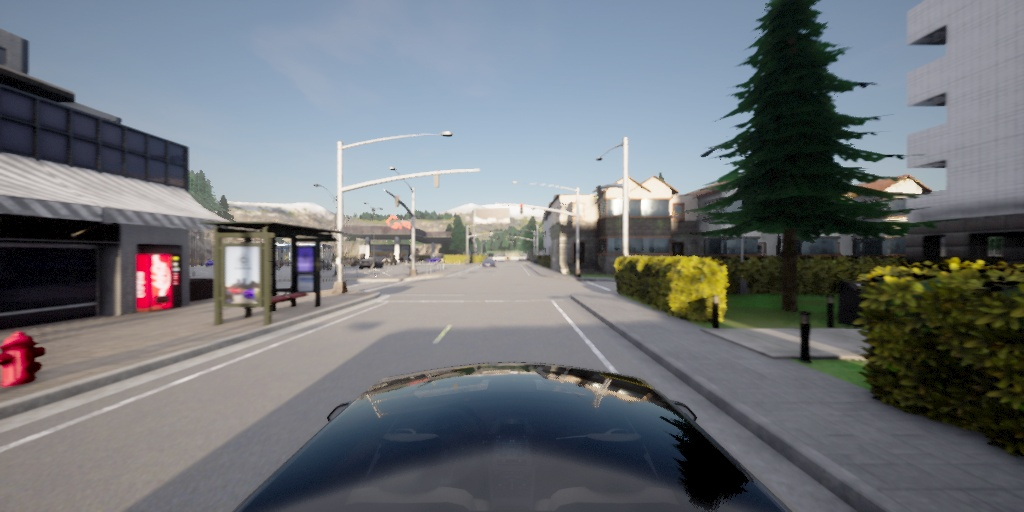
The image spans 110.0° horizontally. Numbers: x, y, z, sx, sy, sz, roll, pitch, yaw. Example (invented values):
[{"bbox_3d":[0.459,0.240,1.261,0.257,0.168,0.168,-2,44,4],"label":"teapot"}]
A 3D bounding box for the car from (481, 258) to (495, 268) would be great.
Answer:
[{"bbox_3d":[-3.575,1.098,55.340,1.812,1.442,4.674,0,0,0],"label":"car"}]
